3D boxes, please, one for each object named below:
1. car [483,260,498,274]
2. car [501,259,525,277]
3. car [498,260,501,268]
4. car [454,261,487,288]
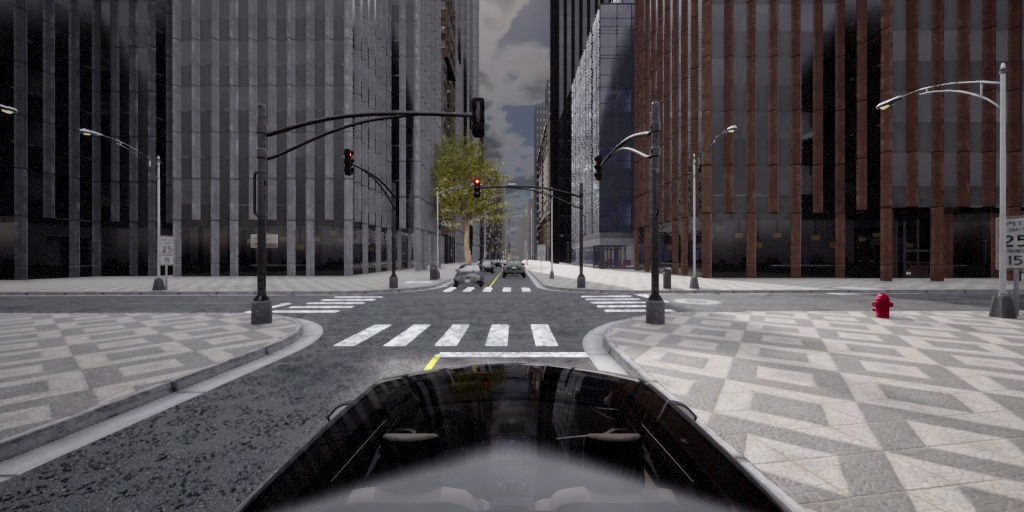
[{"bbox_3d":[-2.967,1.230,40.718,1.882,1.535,5.008,0,0,0],"label":"car"},{"bbox_3d":[0.213,1.104,35.884,2.097,1.767,4.553,0,0,0],"label":"car"},{"bbox_3d":[-2.795,1.354,63.002,1.895,1.301,4.718,0,0,0],"label":"car"},{"bbox_3d":[-2.824,1.277,24.177,1.812,1.442,4.674,0,0,-3],"label":"car"}]
